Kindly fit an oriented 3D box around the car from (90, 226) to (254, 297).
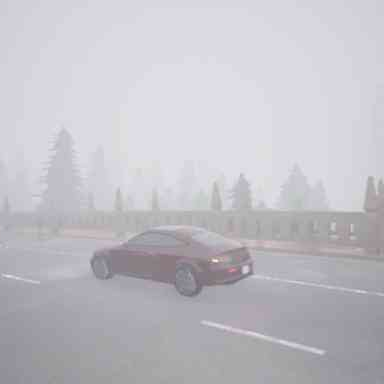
[{"bbox_3d":[-0.680,1.626,8.777,4.674,1.442,1.812,-2,-1,35],"label":"car"}]
